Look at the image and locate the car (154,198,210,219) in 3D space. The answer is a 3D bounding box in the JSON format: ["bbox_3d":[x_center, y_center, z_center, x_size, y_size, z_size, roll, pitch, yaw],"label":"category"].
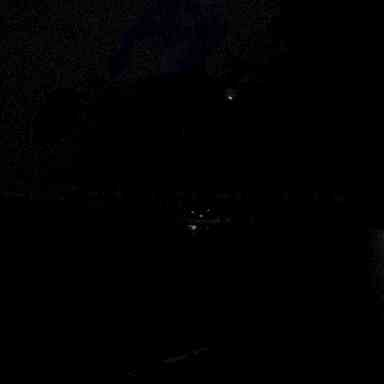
[{"bbox_3d":[-0.913,1.204,24.974,2.033,1.411,5.357,-1,2,-36],"label":"car"}]
